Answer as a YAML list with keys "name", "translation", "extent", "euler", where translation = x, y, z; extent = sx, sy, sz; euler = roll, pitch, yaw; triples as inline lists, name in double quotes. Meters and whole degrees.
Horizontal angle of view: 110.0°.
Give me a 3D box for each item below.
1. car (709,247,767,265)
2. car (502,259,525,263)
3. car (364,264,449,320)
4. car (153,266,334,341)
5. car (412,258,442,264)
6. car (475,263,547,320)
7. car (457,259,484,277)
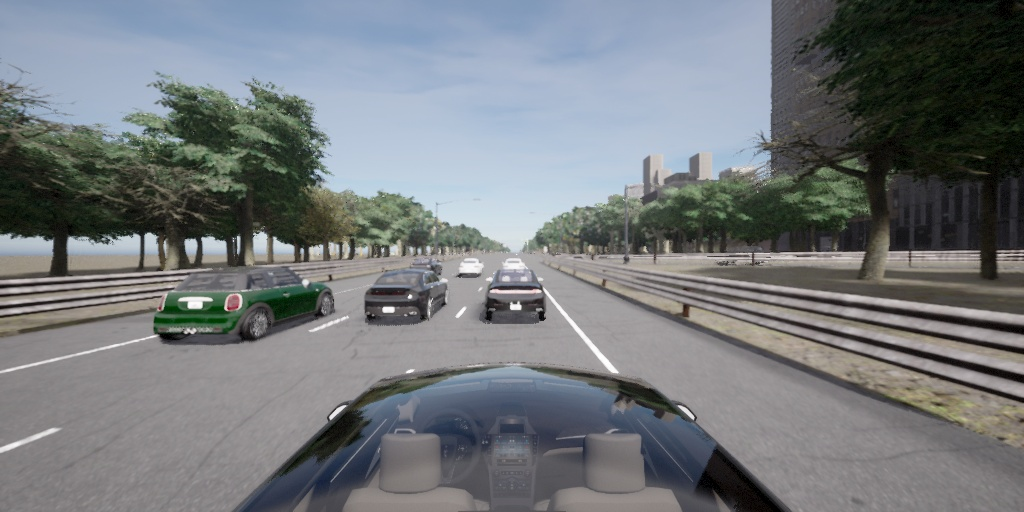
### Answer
- name: "car"
  translation: [25.646, -0.003, 40.839]
  extent: [2.150, 2.045, 5.566]
  euler: [-1, 0, -38]
- name: "car"
  translation: [0.125, 0.946, 30.249]
  extent: [1.812, 1.442, 4.674]
  euler: [0, 1, 0]
- name: "car"
  translation: [-3.395, 1.194, 12.282]
  extent: [1.837, 1.490, 4.892]
  euler: [0, 1, 0]
- name: "car"
  translation: [-6.895, 1.066, 9.928]
  extent: [2.097, 1.767, 4.553]
  euler: [0, 1, 0]
- name: "car"
  translation: [-6.887, 0.930, 29.104]
  extent: [2.128, 1.511, 4.902]
  euler: [0, 1, 0]
- name: "car"
  translation: [0.105, 1.179, 12.359]
  extent: [2.128, 1.511, 4.902]
  euler: [0, 1, 0]
- name: "car"
  translation: [-3.389, 0.947, 30.227]
  extent: [1.812, 1.442, 4.674]
  euler: [0, 1, 0]
